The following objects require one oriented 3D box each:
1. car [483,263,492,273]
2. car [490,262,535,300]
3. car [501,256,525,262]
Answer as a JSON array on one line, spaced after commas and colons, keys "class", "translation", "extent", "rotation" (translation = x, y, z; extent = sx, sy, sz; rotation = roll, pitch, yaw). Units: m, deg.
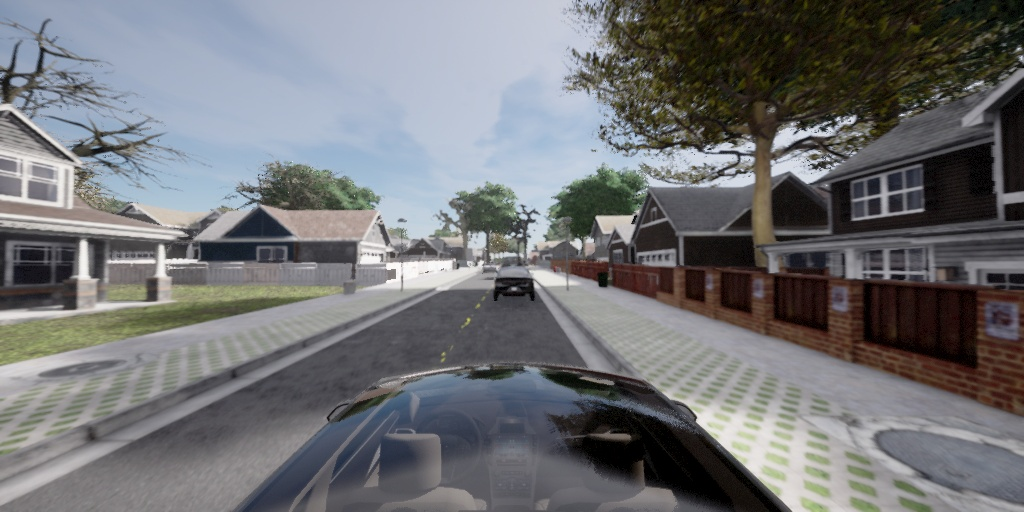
[{"class": "car", "translation": [-2.694, 1.505, 45.944], "extent": [1.895, 1.301, 4.718], "rotation": [0, 0, 0]}, {"class": "car", "translation": [0.099, 1.244, 17.816], "extent": [1.882, 1.535, 5.008], "rotation": [0, 0, 0]}, {"class": "car", "translation": [0.115, 1.041, 34.755], "extent": [2.150, 2.045, 5.566], "rotation": [0, -1, 0]}]
